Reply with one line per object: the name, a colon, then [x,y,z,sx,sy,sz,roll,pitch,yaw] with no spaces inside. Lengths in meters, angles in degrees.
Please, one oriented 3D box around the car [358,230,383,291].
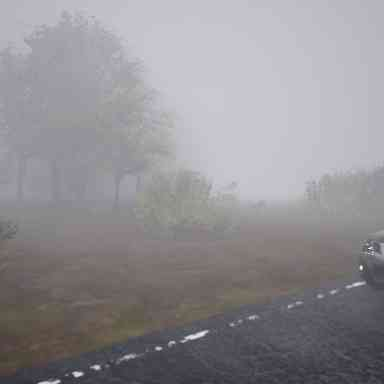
car: [6.170,1.156,7.698,5.566,2.045,2.150,0,0,-35]
